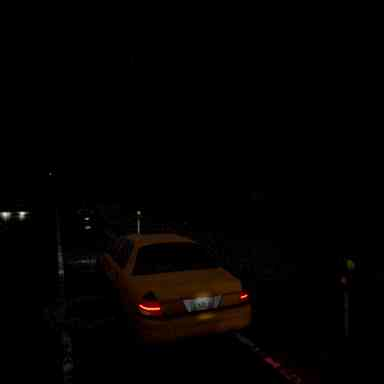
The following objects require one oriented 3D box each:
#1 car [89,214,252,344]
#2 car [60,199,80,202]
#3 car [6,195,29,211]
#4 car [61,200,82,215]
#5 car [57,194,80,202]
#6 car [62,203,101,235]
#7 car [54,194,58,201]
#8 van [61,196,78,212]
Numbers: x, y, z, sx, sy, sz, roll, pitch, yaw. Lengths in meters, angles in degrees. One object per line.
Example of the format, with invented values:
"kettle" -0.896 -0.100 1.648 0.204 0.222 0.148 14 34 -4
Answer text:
"car" -0.834 1.457 6.777 1.801 1.575 5.366 0 0 -22
"car" -10.262 1.567 28.953 1.947 1.339 4.313 0 0 -22
"car" -21.321 1.521 40.452 1.882 1.535 5.008 0 0 -22
"car" -8.163 1.551 23.844 2.008 1.369 4.403 0 0 -22
"car" -12.362 1.316 34.063 2.192 1.841 5.009 0 0 -22
"car" -6.063 1.551 18.735 2.008 1.369 4.403 0 0 -22
"car" -31.408 1.468 79.659 1.967 1.590 4.097 0 0 -24
"van" -14.461 1.342 39.172 1.690 1.788 3.998 0 0 -22
